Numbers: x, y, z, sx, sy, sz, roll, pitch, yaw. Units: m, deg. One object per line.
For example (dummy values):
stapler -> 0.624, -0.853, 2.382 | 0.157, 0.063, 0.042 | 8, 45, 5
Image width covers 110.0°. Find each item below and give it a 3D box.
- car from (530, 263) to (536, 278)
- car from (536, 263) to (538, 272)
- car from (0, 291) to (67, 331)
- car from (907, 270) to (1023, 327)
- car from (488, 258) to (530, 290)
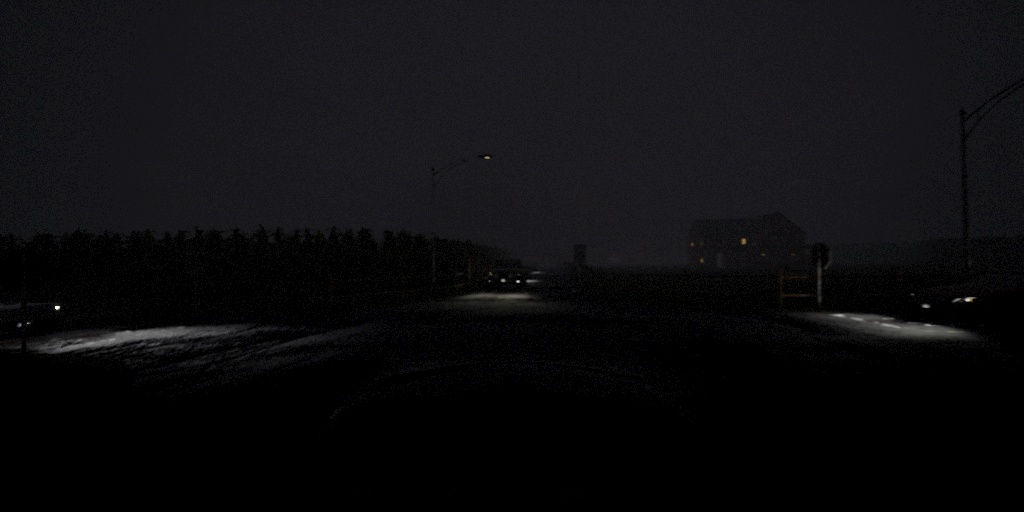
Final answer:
car -> 1.038, 1.592, 36.410 | 2.033, 1.411, 5.357 | -1, -1, 6
car -> 3.234, 1.762, 56.838 | 2.033, 1.411, 5.357 | -1, -1, 6
car -> -16.320, 1.712, 10.670 | 4.718, 1.301, 1.895 | -1, -1, 7
car -> 14.105, 1.097, 9.949 | 4.674, 1.442, 1.812 | -1, -1, 7
car -> -0.207, 1.172, 24.857 | 2.150, 2.045, 5.566 | -1, -1, 7
